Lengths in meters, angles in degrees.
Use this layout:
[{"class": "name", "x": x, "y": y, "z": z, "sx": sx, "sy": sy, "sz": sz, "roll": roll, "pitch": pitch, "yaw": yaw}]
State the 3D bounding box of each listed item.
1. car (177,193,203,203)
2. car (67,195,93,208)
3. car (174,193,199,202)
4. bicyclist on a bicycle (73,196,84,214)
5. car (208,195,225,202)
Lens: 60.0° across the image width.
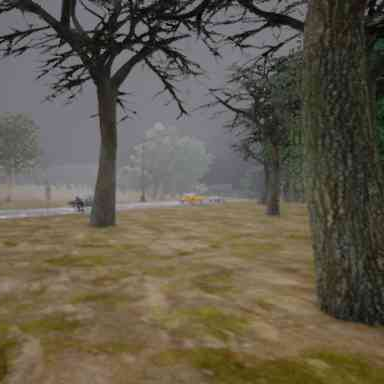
[{"class": "car", "x": -0.042, "y": 0.940, "z": 51.919, "sx": 1.882, "sy": 1.535, "sz": 5.008, "roll": 2, "pitch": 1, "yaw": 28}, {"class": "car", "x": -12.072, "y": 1.058, "z": 38.039, "sx": 1.994, "sy": 1.385, "sz": 4.181, "roll": 2, "pitch": 2, "yaw": 34}, {"class": "car", "x": -0.832, "y": 0.891, "z": 56.968, "sx": 2.128, "sy": 1.511, "sz": 4.902, "roll": 2, "pitch": 0, "yaw": 27}, {"class": "bicyclist on a bicycle", "x": -10.124, "y": 1.165, "z": 29.564, "sx": 1.656, "sy": 1.620, "sz": 0.582, "roll": 0, "pitch": 1, "yaw": 36}, {"class": "car", "x": 4.573, "y": 1.129, "z": 61.283, "sx": 1.895, "sy": 1.301, "sz": 4.718, "roll": 2, "pitch": 0, "yaw": 23}]
